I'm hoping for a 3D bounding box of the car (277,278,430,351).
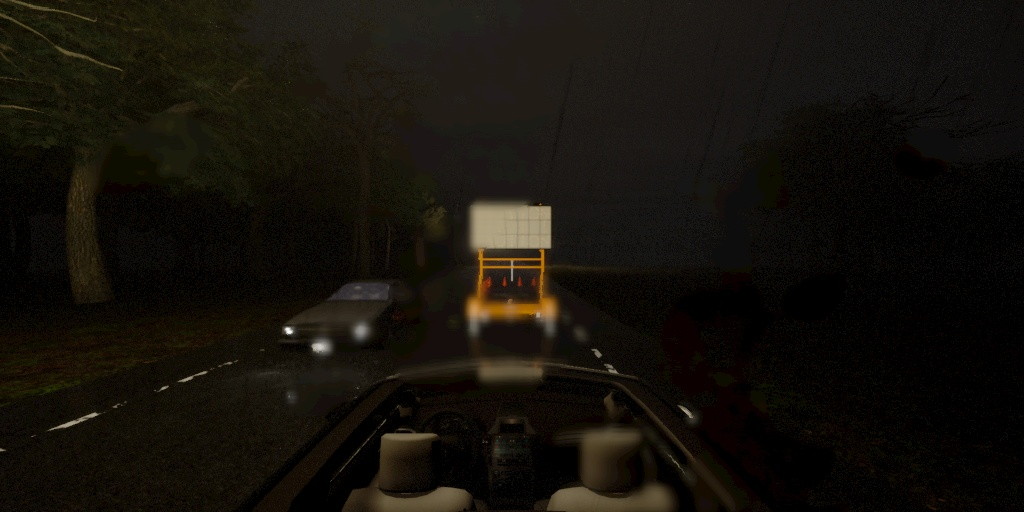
[{"bbox_3d":[-3.497,1.295,9.236,2.033,1.411,5.357,0,0,0],"label":"car"}]

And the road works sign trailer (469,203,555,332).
[{"bbox_3d":[0.002,0.210,10.797,2.380,3.560,2.880,0,0,0],"label":"road works sign trailer"}]
